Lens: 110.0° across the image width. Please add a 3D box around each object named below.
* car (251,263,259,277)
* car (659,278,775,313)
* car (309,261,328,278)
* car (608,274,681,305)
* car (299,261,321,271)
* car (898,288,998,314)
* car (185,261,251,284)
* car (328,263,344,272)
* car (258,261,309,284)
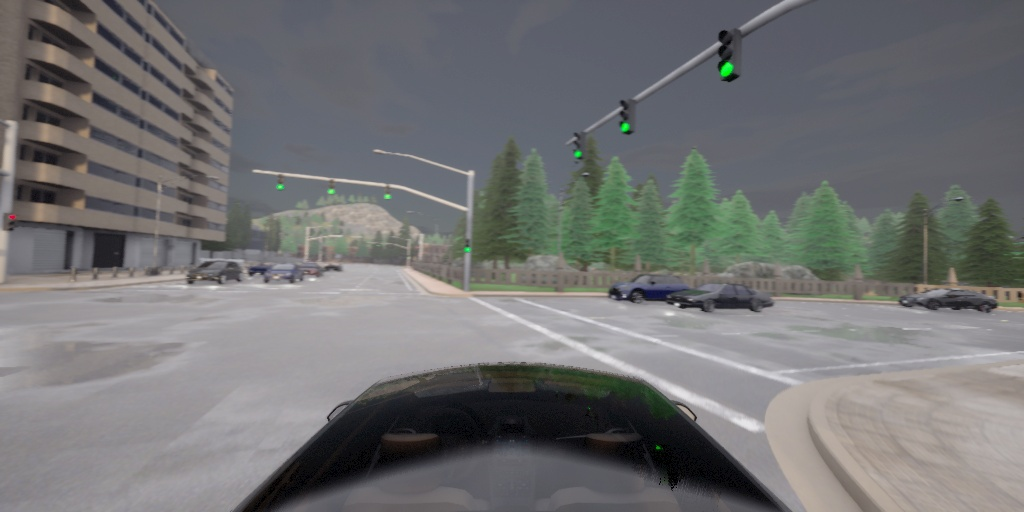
[{"bbox_3d":[-23.007,1.266,33.616,1.895,1.301,4.718,3,-1,-19],"label":"car"},{"bbox_3d":[10.434,2.039,17.924,5.357,1.411,2.033,2,-1,-17],"label":"car"},{"bbox_3d":[-20.014,1.390,35.669,1.994,1.385,4.181,3,-1,-19],"label":"car"},{"bbox_3d":[7.880,1.814,20.694,4.553,1.767,2.097,3,-1,-15],"label":"car"},{"bbox_3d":[-29.077,1.434,51.724,1.994,1.385,4.181,3,-2,-18],"label":"car"},{"bbox_3d":[27.972,2.800,23.084,4.674,1.442,1.812,2,-2,7],"label":"car"},{"bbox_3d":[-19.777,1.064,24.112,1.837,1.490,4.892,3,-1,-19],"label":"car"},{"bbox_3d":[-24.897,1.592,50.219,1.895,1.301,4.718,3,-1,-18],"label":"car"},{"bbox_3d":[-17.116,1.258,27.145,1.812,1.442,4.674,3,-1,-19],"label":"car"}]
